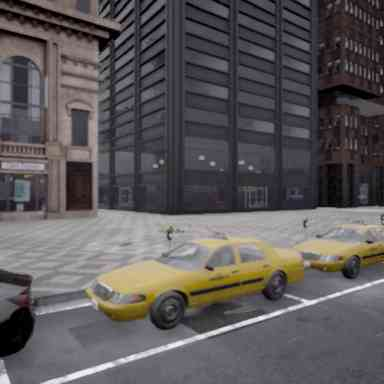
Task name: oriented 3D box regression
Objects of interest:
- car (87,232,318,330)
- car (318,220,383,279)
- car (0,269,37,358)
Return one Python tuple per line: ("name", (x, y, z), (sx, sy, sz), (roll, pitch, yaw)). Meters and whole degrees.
("car", (0.358, 1.548, 6.909), (4.829, 1.417, 1.752), (0, 0, -36))
("car", (4.949, 1.580, 10.185), (4.829, 1.417, 1.752), (0, 0, -36))
("car", (-4.095, 1.559, 3.731), (4.313, 1.339, 1.947), (0, 0, -36))
